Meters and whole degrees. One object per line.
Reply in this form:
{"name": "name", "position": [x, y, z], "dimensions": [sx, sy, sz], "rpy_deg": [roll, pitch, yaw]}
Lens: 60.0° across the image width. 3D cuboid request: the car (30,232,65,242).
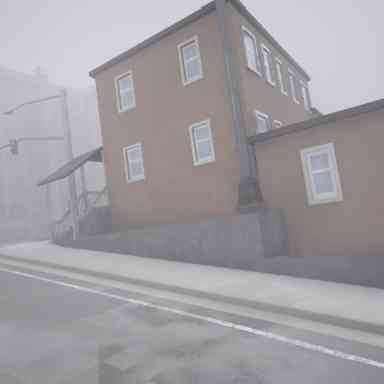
{"name": "car", "position": [-11.719, 4.286, 29.092], "dimensions": [1.837, 1.490, 4.892], "rpy_deg": [-12, -11, 35]}
